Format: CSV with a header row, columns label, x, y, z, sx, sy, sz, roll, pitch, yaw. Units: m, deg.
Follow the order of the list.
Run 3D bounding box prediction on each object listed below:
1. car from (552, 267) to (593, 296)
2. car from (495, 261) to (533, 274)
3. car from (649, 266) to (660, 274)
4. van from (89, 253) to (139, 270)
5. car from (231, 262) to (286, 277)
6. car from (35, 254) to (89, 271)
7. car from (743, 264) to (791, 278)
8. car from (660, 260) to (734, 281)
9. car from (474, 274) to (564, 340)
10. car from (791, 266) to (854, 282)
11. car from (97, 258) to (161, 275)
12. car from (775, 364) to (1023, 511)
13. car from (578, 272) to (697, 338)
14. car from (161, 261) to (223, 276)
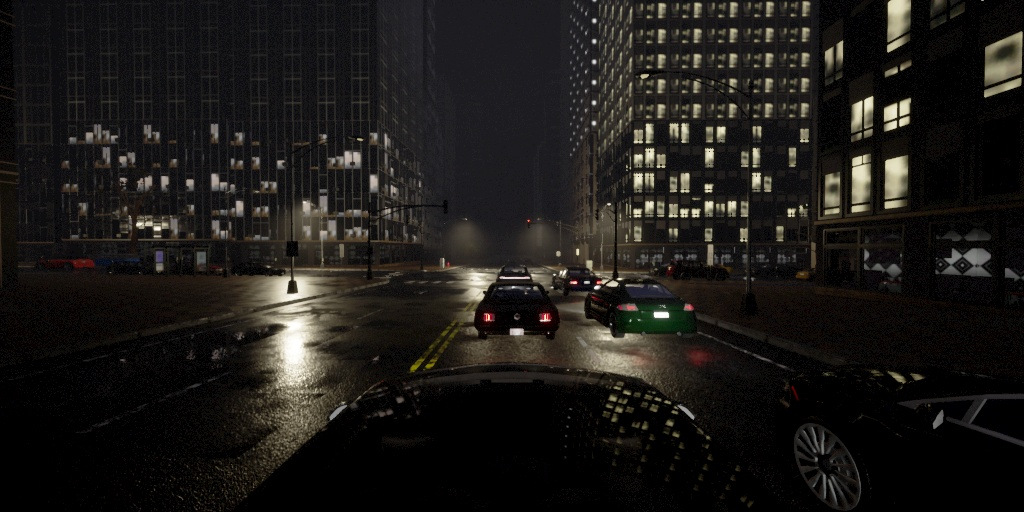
label,x,y,z,sx,sy,sz,roll,pitch,yaw
car,3.409,1.288,19.396,2.033,1.411,5.357,0,0,-3
car,0.124,1.232,19.197,2.128,1.511,4.902,0,0,0
car,16.493,1.426,37.303,4.181,1.385,1.994,1,1,1
van,-45.231,0.605,41.118,3.998,1.789,1.690,0,0,1
car,-22.688,1.173,32.116,4.313,1.339,1.948,0,0,1
car,-48.120,0.632,38.574,4.553,1.767,2.097,1,1,1
car,27.134,1.503,37.103,5.357,1.411,2.033,0,1,1
car,16.236,1.268,31.529,5.009,1.841,2.192,0,0,1
car,0.110,1.347,9.941,1.895,1.301,4.718,0,0,0
car,27.684,1.578,31.314,4.829,1.417,1.751,0,0,1
car,-34.053,1.069,32.440,4.313,1.339,1.948,0,0,1
car,3.339,1.242,1.337,2.128,1.511,4.902,0,0,0
car,3.369,1.310,10.167,1.994,1.385,4.181,0,0,-1
car,-28.372,1.138,32.258,4.207,1.307,1.802,0,0,1
